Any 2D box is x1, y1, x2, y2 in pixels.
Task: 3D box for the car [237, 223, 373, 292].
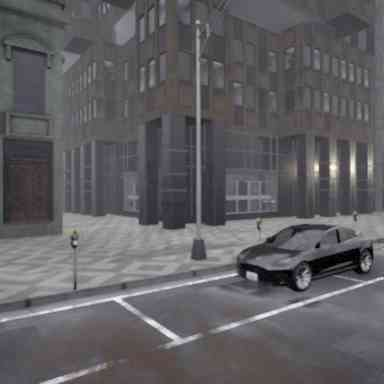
[{"bbox_3d":[3.151,1.549,8.888,4.313,1.339,1.947,0,0,-35],"label":"car"}]
